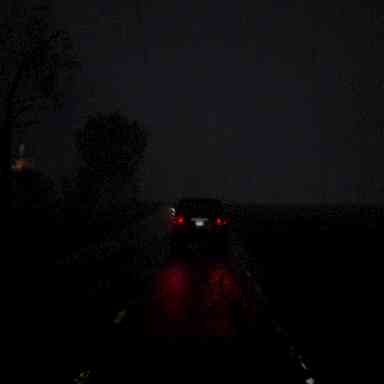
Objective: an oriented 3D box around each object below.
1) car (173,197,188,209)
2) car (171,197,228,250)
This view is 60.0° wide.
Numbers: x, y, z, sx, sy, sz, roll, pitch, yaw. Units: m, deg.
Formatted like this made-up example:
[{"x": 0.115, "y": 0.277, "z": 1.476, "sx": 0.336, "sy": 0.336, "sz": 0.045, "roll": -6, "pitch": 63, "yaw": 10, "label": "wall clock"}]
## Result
[{"x": -1.576, "y": 1.480, "z": 47.145, "sx": 1.882, "sy": 1.535, "sz": 5.008, "roll": 1, "pitch": 0, "yaw": 1, "label": "car"}, {"x": 0.339, "y": 1.228, "z": 14.661, "sx": 2.150, "sy": 2.045, "sz": 5.566, "roll": 1, "pitch": 0, "yaw": 1, "label": "car"}]
